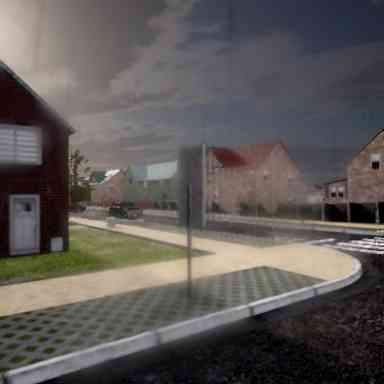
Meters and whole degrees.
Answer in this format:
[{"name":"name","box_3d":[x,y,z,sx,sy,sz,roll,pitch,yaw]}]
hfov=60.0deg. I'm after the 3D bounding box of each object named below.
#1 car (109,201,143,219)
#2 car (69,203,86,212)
[{"name":"car","box_3d":[-6.583,1.710,33.043,2.097,1.767,4.553,0,-1,-34]},{"name":"car","box_3d":[-16.889,2.285,48.304,1.895,1.301,4.718,0,-1,-34]}]
